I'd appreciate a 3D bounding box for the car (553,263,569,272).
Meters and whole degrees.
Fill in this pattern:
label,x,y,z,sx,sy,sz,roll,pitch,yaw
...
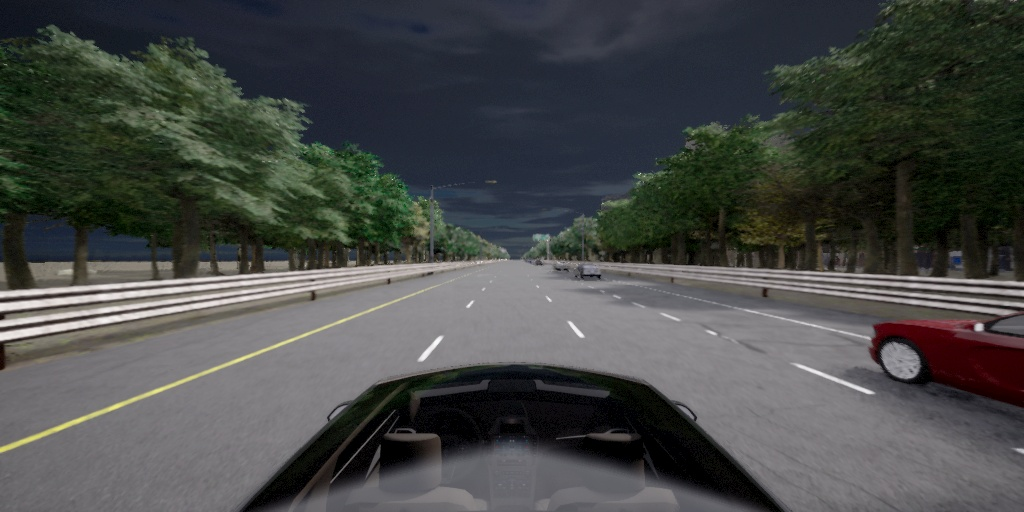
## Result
label,x,y,z,sx,sy,sz,roll,pitch,yaw
car,7.093,1.656,52.761,1.895,1.301,4.718,0,0,0

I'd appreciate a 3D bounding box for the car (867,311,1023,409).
label,x,y,z,sx,sy,sz,roll,pitch,yaw
car,6.997,1.251,4.010,1.882,1.535,5.008,0,0,0

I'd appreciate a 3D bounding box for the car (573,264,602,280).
label,x,y,z,sx,sy,sz,roll,pitch,yaw
car,7.025,1.452,33.830,2.033,1.411,5.357,0,0,0
